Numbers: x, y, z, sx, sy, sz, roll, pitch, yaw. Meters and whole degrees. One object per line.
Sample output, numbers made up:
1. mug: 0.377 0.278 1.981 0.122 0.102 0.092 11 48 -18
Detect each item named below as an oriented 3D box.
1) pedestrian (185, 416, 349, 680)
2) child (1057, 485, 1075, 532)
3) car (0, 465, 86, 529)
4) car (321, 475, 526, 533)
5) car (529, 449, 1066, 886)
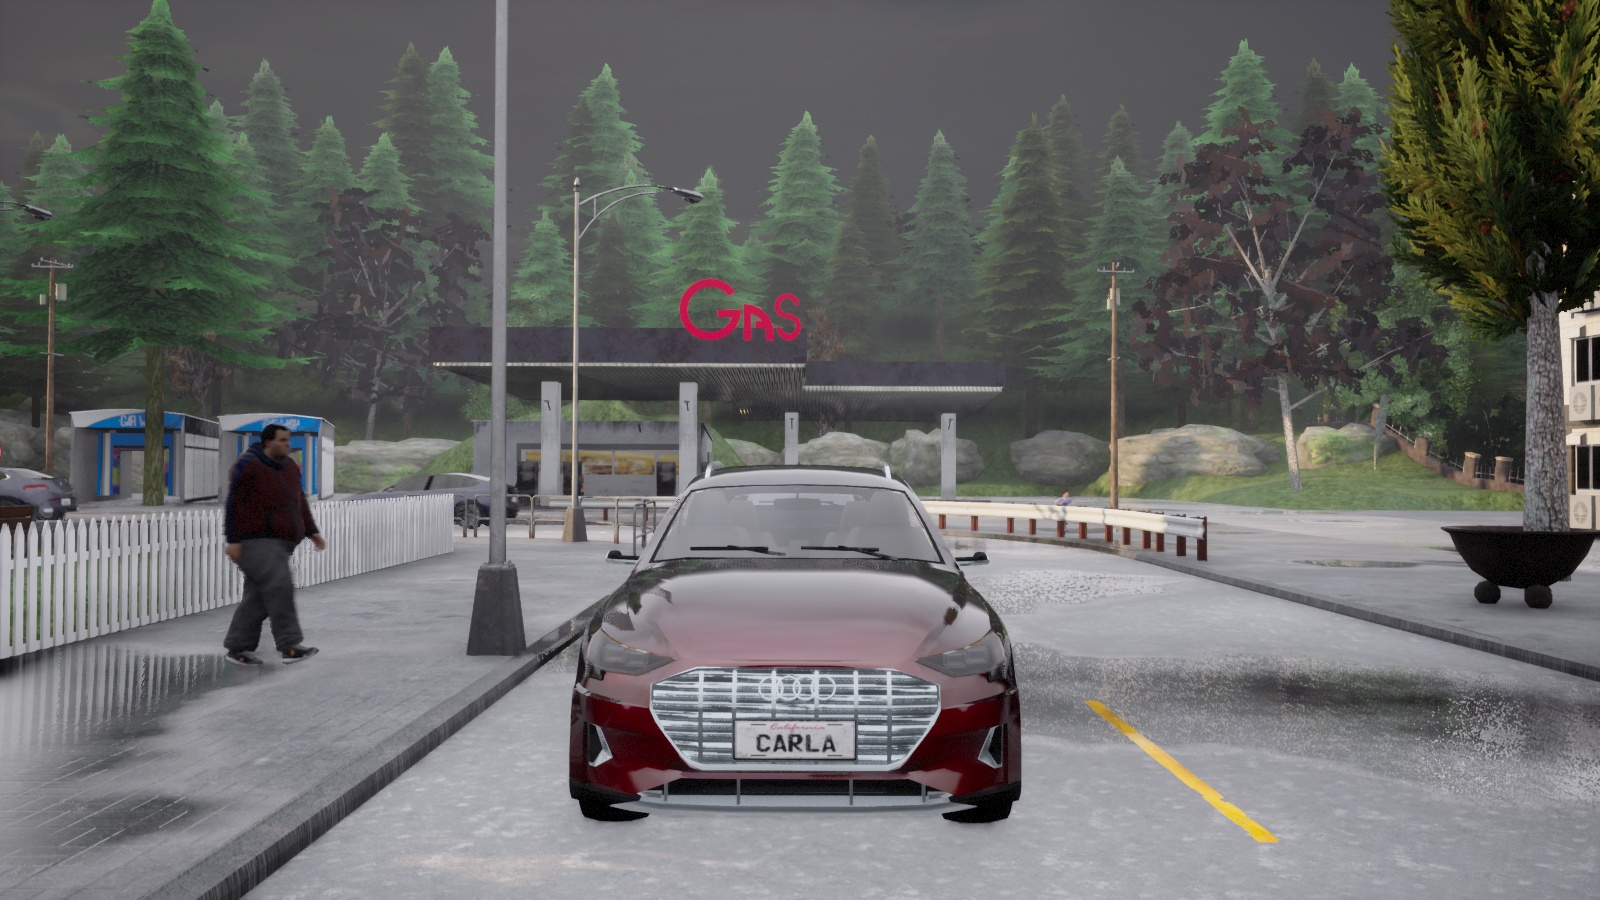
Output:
1. pedestrian: -3.873 0.693 9.163 0.899 1.844 0.634 0 -1 10
2. child: 6.294 1.377 29.713 0.255 1.110 0.394 0 -1 -17
3. car: -22.244 1.246 33.618 5.027 1.651 2.152 0 -1 0
4. car: -10.011 1.418 33.658 4.792 1.488 2.163 0 -1 3
5. car: -0.007 0.865 7.197 2.033 1.649 4.856 0 -1 0
